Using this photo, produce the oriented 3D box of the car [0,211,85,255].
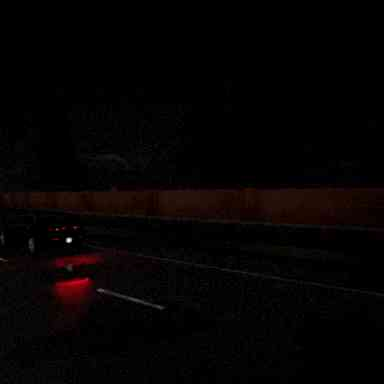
[{"bbox_3d":[-6.293,1.580,13.767,4.892,1.490,1.837,-3,-2,42],"label":"car"}]
